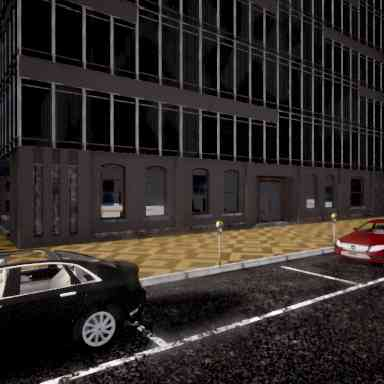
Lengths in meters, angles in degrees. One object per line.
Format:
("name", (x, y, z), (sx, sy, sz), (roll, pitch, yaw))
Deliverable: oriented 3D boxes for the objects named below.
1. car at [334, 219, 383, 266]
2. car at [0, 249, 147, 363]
("car", (6.510, 1.582, 11.157), (4.206, 1.307, 1.802), (0, 0, -35))
("car", (-2.780, 1.551, 4.577), (4.403, 1.369, 2.008), (0, 0, -35))
